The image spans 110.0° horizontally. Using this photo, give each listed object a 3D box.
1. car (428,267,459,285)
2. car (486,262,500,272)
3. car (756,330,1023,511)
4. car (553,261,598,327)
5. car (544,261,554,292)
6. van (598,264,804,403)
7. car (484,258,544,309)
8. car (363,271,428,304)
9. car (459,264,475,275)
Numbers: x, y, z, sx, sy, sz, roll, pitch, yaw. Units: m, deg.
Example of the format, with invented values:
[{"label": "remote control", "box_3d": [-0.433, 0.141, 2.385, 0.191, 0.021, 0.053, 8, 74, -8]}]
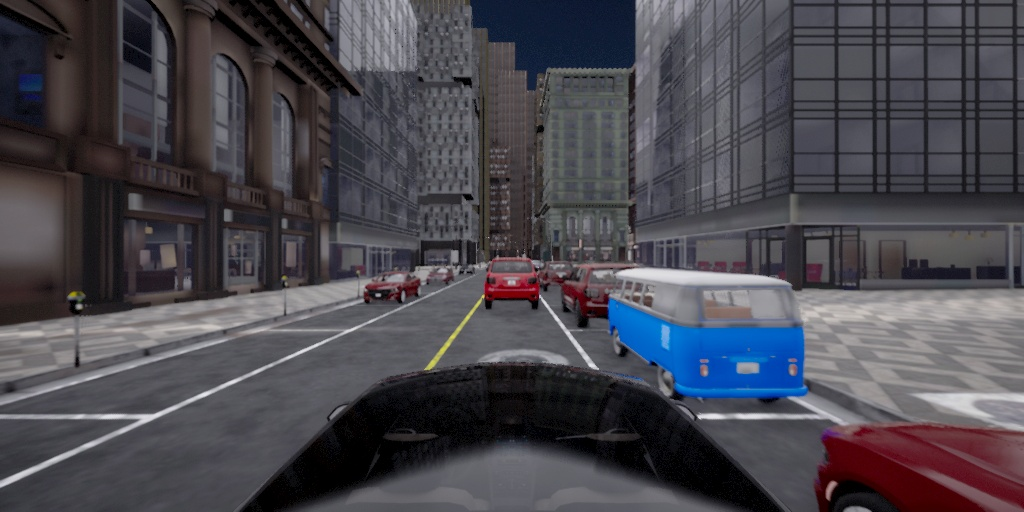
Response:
[{"label": "car", "box_3d": [-5.687, 1.572, 28.760, 1.802, 1.307, 4.207, 0, 0, 0]}, {"label": "car", "box_3d": [-3.039, 1.772, 59.257, 2.033, 1.411, 5.357, 0, 0, 0]}, {"label": "car", "box_3d": [2.857, 1.284, 0.524, 1.888, 1.381, 4.507, 0, 0, 0]}, {"label": "car", "box_3d": [2.850, 1.157, 11.821, 2.192, 1.841, 5.009, 0, 0, 0]}, {"label": "car", "box_3d": [2.842, 1.256, 23.118, 2.192, 1.841, 5.009, 0, 0, 0]}, {"label": "van", "box_3d": [2.853, 1.131, 6.172, 1.690, 1.789, 3.998, 0, 0, 0]}, {"label": "car", "box_3d": [-0.010, 1.095, 15.867, 2.150, 2.045, 5.566, 0, 0, 0]}, {"label": "car", "box_3d": [-5.679, 1.438, 17.462, 1.888, 1.381, 4.507, 0, 0, 0]}, {"label": "car", "box_3d": [-5.698, 1.690, 45.707, 1.948, 1.339, 4.313, 0, 0, 0]}]
